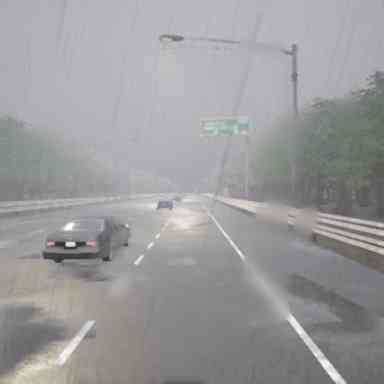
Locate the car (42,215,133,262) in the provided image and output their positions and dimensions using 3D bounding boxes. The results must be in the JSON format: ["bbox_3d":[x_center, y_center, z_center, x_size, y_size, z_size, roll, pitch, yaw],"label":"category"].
[{"bbox_3d":[-3.494,1.547,12.077,2.033,1.411,5.357,0,0,0],"label":"car"}]

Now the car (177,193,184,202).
[{"bbox_3d":[-3.339,1.458,72.782,1.837,1.490,4.892,0,0,0],"label":"car"}]

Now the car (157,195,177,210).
[{"bbox_3d":[-3.421,1.456,43.583,1.882,1.535,5.008,0,0,0],"label":"car"}]
